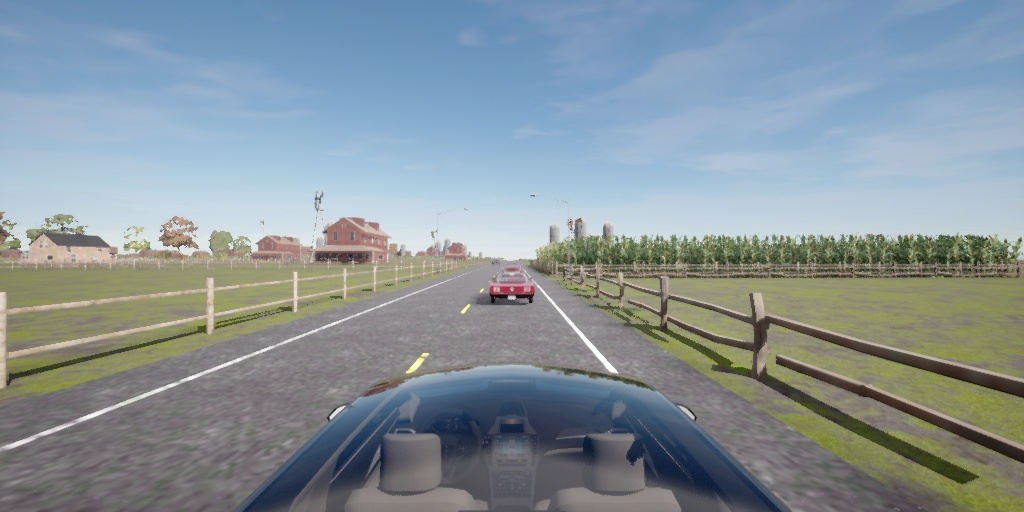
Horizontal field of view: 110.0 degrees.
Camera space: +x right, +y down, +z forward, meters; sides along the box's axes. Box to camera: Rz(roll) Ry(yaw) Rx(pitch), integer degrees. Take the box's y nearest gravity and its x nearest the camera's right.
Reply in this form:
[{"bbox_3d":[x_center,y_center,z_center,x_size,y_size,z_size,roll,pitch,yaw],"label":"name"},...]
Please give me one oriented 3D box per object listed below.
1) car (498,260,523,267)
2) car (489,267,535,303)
[{"bbox_3d":[0.000,1.302,31.504,1.812,1.442,4.674,0,0,0],"label":"car"},{"bbox_3d":[0.000,1.372,16.532,1.895,1.301,4.718,0,0,0],"label":"car"}]
